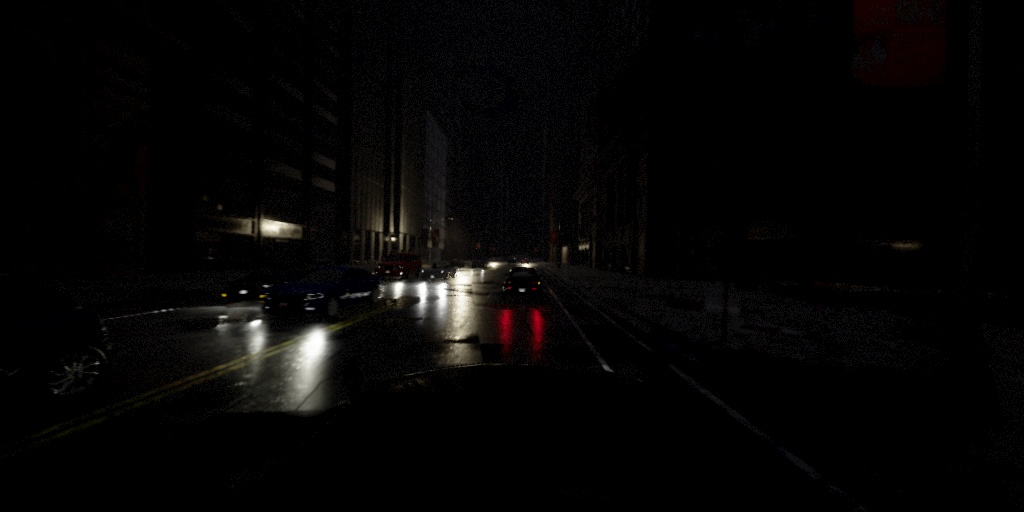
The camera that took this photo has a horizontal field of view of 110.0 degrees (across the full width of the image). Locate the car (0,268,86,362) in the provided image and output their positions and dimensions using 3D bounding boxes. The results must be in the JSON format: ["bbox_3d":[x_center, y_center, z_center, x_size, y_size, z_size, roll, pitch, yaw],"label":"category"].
[{"bbox_3d":[-9.812,1.023,4.867,2.128,1.511,4.902,1,0,2],"label":"car"}]

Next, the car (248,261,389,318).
[{"bbox_3d":[-6.272,1.077,12.498,1.882,1.535,5.008,1,0,2],"label":"car"}]

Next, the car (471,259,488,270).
[{"bbox_3d":[-4.690,1.148,51.574,1.812,1.442,4.674,1,0,2],"label":"car"}]

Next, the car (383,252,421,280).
[{"bbox_3d":[-8.877,0.737,28.825,2.150,2.045,5.566,1,2,3],"label":"car"}]

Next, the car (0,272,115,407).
[{"bbox_3d":[-6.606,0.956,2.974,2.097,1.767,4.553,1,0,2],"label":"car"}]

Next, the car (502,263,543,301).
[{"bbox_3d":[0.521,1.269,17.488,1.812,1.442,4.674,1,0,2],"label":"car"}]

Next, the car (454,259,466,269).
[{"bbox_3d":[-7.940,1.155,51.668,1.895,1.301,4.718,1,0,2],"label":"car"}]

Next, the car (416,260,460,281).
[{"bbox_3d":[-5.663,1.198,28.129,1.895,1.301,4.718,1,0,2],"label":"car"}]

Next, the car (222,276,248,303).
[{"bbox_3d":[-9.435,1.092,14.692,1.994,1.385,4.181,1,0,3],"label":"car"}]
